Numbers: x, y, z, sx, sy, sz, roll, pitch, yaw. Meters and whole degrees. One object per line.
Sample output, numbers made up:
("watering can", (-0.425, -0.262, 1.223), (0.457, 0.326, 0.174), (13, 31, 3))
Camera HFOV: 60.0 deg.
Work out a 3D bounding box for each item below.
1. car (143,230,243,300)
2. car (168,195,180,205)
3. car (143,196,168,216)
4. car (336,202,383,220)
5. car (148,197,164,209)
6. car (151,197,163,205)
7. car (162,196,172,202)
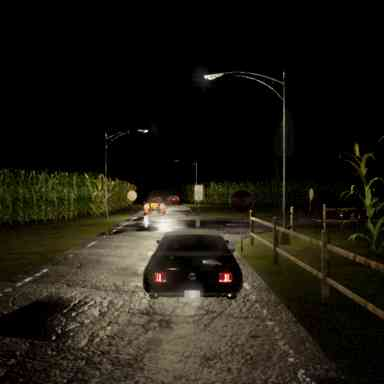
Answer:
("car", (0.019, 1.601, 8.368), (1.895, 1.301, 4.718), (0, 0, 0))
("car", (-3.382, 1.405, 59.574), (2.097, 1.767, 4.553), (0, 0, -6))
("car", (-3.757, 1.371, 33.186), (2.097, 1.767, 4.553), (0, 0, -7))
("car", (13.123, 1.370, 24.203), (4.718, 1.301, 1.895), (-1, 0, 3))
("car", (-4.981, 1.526, 46.344), (2.128, 1.511, 4.902), (0, 0, -5))
("car", (-6.363, 1.604, 60.326), (2.033, 1.411, 5.357), (0, 0, -6))
("car", (-5.951, 1.645, 78.385), (1.994, 1.385, 4.181), (0, 0, -9))
